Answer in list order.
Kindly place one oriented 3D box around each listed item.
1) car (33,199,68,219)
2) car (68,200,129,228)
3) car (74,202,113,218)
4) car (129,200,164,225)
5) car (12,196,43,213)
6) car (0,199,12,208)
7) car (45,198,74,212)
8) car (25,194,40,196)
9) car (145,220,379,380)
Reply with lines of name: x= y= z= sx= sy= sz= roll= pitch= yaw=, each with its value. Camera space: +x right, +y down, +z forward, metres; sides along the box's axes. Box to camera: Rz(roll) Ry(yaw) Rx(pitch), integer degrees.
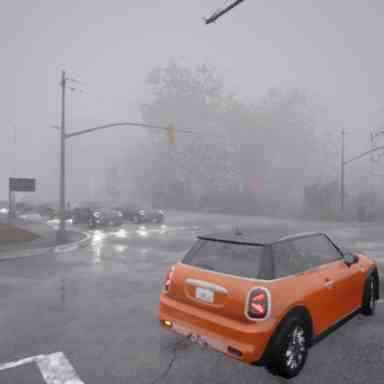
car: x=-12.448 y=1.618 z=30.279 sx=2.033 sy=1.411 sz=5.357 roll=1 pitch=0 yaw=-39
car: x=-6.518 y=1.428 z=22.890 sx=2.097 sy=1.767 sz=4.553 roll=1 pitch=0 yaw=-39
car: x=-9.675 y=1.705 z=32.415 sx=1.895 sy=1.301 sz=4.718 roll=1 pitch=0 yaw=-39
car: x=-4.049 y=1.462 z=25.405 sx=2.097 sy=1.767 sz=4.553 roll=1 pitch=0 yaw=-39
car: x=-18.700 y=1.542 z=38.084 sx=1.882 sy=1.535 sz=5.008 roll=1 pitch=0 yaw=-39
car: x=-26.708 y=1.658 z=48.156 sx=1.895 sy=1.301 sz=4.718 roll=1 pitch=0 yaw=-38
car: x=-16.230 y=1.576 z=40.598 sx=1.882 sy=1.535 sz=5.008 roll=1 pitch=0 yaw=-39
car: x=-24.114 y=1.314 z=50.534 sx=2.150 sy=2.045 sz=5.566 roll=1 pitch=-1 yaw=-37
car: x=1.648 y=1.397 z=5.914 sx=2.097 sy=1.767 sz=4.553 roll=0 pitch=-1 yaw=44
